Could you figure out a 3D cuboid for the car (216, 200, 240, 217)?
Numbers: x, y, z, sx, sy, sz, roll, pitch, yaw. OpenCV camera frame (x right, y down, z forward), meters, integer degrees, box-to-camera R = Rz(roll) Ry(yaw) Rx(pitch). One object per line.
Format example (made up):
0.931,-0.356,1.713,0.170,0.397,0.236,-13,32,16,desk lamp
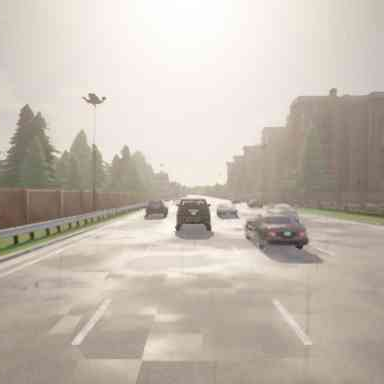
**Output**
3.496,1.819,34.001,1.895,1.301,4.718,0,0,0,car

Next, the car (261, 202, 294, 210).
7.083,1.693,26.541,1.812,1.442,4.674,0,0,0,car

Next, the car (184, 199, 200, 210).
-0.033,1.806,48.547,2.128,1.511,4.902,0,0,0,car

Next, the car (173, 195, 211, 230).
0.093,1.368,22.374,2.150,2.045,5.566,0,0,0,car

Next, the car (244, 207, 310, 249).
3.595,1.643,15.014,2.033,1.411,5.357,0,0,0,car

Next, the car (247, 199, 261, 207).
10.331,1.912,54.820,1.994,1.385,4.181,0,0,0,car

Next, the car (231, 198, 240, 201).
10.182,2.098,78.813,1.895,1.301,4.718,0,0,0,car

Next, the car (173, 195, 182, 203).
-3.876,1.798,88.352,2.150,2.045,5.566,0,0,0,car

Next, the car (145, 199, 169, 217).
-3.496,1.575,34.217,2.097,1.767,4.553,0,0,0,car
